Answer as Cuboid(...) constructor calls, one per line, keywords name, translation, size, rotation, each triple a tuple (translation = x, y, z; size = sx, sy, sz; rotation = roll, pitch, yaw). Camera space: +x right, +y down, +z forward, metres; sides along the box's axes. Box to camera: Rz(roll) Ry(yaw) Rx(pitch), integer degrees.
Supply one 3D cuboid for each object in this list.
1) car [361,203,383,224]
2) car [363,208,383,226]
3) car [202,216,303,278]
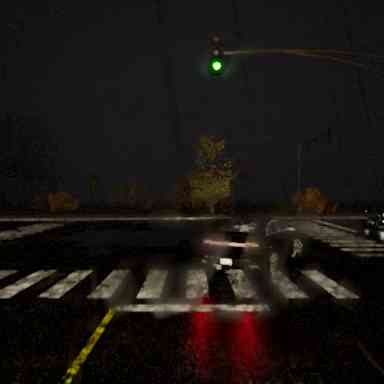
Cuboid(name="car", translation=(14.695, 1.455, 23.315), size=(4.718, 1.301, 1.895), rotation=(0, 1, -2))
Cuboid(name="car", translation=(13.096, 1.254, 20.031), size=(4.553, 1.767, 2.097), rotation=(0, 1, -1))
Cuboid(name="car", translation=(2.017, 1.501, 10.325), size=(2.128, 1.511, 4.902), rotation=(0, 0, 29))
